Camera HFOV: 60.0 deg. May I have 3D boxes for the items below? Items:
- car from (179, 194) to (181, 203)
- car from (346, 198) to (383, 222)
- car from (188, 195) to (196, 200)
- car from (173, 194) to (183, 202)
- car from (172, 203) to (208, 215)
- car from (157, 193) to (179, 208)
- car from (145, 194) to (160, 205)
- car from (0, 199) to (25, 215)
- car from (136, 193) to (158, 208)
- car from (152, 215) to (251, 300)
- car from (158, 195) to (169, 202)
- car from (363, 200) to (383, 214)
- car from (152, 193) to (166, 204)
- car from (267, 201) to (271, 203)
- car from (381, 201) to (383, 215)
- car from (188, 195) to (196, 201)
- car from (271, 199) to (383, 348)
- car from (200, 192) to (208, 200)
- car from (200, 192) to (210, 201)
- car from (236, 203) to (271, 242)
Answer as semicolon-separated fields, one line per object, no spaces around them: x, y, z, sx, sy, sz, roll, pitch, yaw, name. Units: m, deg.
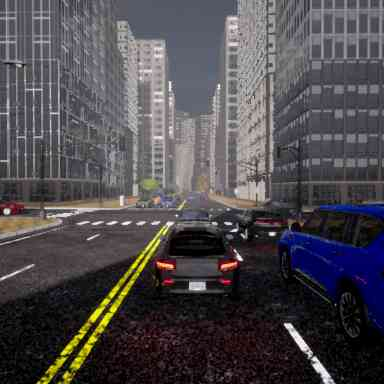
-3.374;1.503;57.355;2.033;1.411;5.357;0;0;0;car
16.181;1.519;28.391;5.009;1.841;2.192;1;0;1;car
-0.063;1.461;90.703;1.994;1.385;4.181;0;0;0;car
-3.304;1.284;77.379;2.097;1.767;4.553;0;0;0;car
0.089;1.538;17.544;2.033;1.411;5.357;0;0;0;car
-3.378;1.318;47.883;2.097;1.767;4.553;0;0;0;car
-6.624;1.309;56.473;2.097;1.767;4.553;0;0;0;car
-18.539;1.330;31.516;5.008;1.535;1.882;1;1;1;car
-6.660;1.318;47.835;2.097;1.767;4.553;0;0;1;car
0.093;1.522;8.270;1.812;1.442;4.674;0;0;0;car
-6.554;1.470;76.482;2.033;1.411;5.357;0;0;0;car
21.784;1.643;36.682;4.829;1.417;1.752;1;0;1;car
-6.577;1.166;66.002;2.150;2.045;5.566;0;0;1;car
8.585;1.554;33.975;4.892;1.490;1.837;1;1;-5;car
21.996;1.725;34.082;4.181;1.385;1.994;0;1;1;car
-0.056;1.464;80.807;2.033;1.411;5.357;0;0;0;car
3.349;1.218;6.413;2.150;2.045;5.566;0;0;0;car
3.188;0.967;89.619;2.150;2.045;5.566;0;0;0;car
3.196;1.443;79.589;1.812;1.442;4.674;0;0;0;car
3.339;1.496;16.273;1.837;1.490;4.892;0;0;0;car
